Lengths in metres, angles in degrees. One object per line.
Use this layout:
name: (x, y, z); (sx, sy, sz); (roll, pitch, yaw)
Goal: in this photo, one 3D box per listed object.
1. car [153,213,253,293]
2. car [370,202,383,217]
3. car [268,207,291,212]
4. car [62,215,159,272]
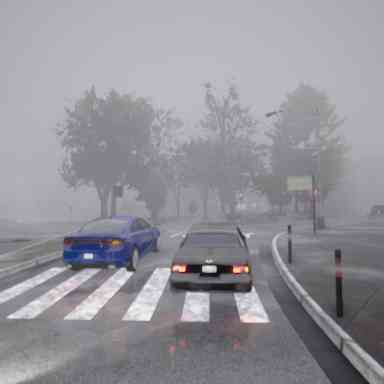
car: (0.610, 1.540, 8.972); (2.033, 1.411, 5.357); (-1, 0, 6)
car: (21.118, 1.900, 36.781); (1.837, 1.490, 4.892); (-2, -2, 39)
car: (19.182, 3.975, 73.368); (4.718, 1.301, 1.895); (-4, -6, 41)
car: (-2.363, 1.504, 11.000); (1.882, 1.535, 5.008); (-1, 0, 7)
